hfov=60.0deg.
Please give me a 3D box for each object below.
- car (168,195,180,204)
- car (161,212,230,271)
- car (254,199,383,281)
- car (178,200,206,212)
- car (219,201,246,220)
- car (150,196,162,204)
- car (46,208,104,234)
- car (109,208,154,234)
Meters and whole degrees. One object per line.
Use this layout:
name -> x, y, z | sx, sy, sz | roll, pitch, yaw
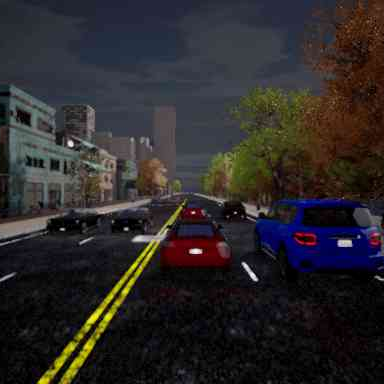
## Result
car -> -3.284, 1.322, 61.457 | 2.097, 1.767, 4.553 | 0, 0, 1
car -> 0.101, 1.559, 10.893 | 1.994, 1.385, 4.181 | 0, 0, 0
car -> 3.351, 1.217, 9.969 | 2.150, 2.045, 5.566 | 0, 0, 0
car -> 0.101, 1.551, 27.253 | 1.994, 1.385, 4.181 | 0, 0, 0
car -> 3.351, 1.465, 28.185 | 1.882, 1.535, 5.008 | 0, 0, 0
car -> -6.523, 1.518, 61.385 | 2.033, 1.411, 5.357 | 0, 0, 1
car -> -6.600, 1.592, 19.196 | 1.895, 1.301, 4.718 | 0, 0, 0
car -> -3.350, 1.592, 19.210 | 1.895, 1.301, 4.718 | 0, 0, 0
